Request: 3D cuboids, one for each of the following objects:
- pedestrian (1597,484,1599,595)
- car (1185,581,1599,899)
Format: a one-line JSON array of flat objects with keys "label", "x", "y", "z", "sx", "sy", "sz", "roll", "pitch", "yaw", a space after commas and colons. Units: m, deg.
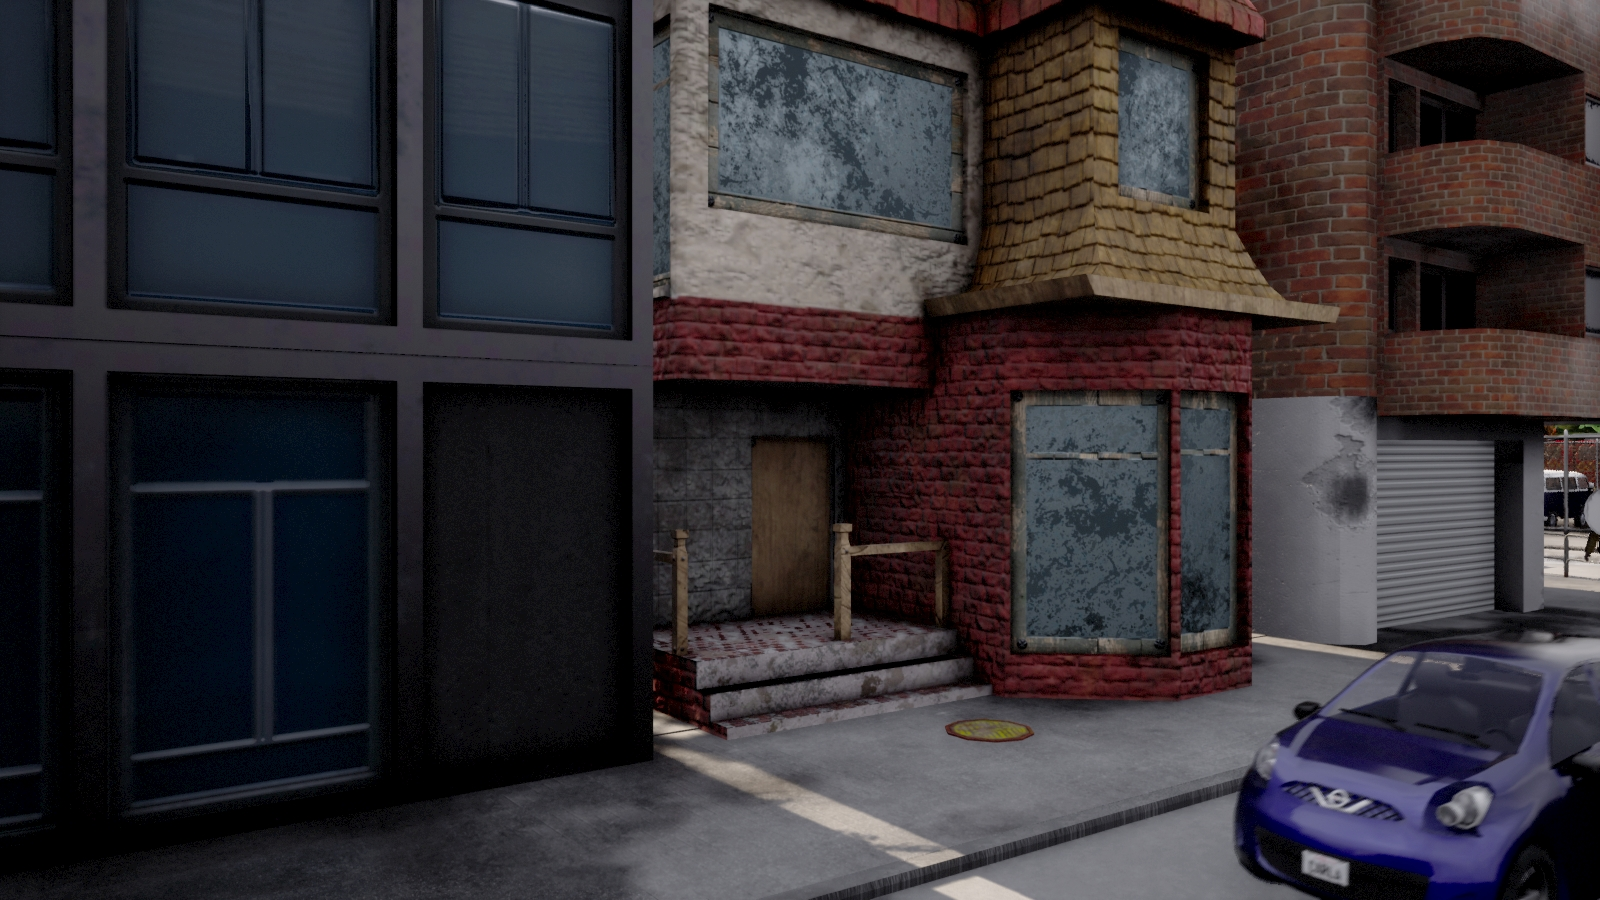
[{"label": "pedestrian", "x": 13.688, "y": 1.507, "z": 19.281, "sx": 0.375, "sy": 1.860, "sz": 0.375, "roll": 0, "pitch": 0, "yaw": 32}, {"label": "car", "x": 4.446, "y": 1.815, "z": 7.488, "sx": 3.633, "sy": 1.501, "sz": 1.845, "roll": 0, "pitch": 0, "yaw": -35}]
